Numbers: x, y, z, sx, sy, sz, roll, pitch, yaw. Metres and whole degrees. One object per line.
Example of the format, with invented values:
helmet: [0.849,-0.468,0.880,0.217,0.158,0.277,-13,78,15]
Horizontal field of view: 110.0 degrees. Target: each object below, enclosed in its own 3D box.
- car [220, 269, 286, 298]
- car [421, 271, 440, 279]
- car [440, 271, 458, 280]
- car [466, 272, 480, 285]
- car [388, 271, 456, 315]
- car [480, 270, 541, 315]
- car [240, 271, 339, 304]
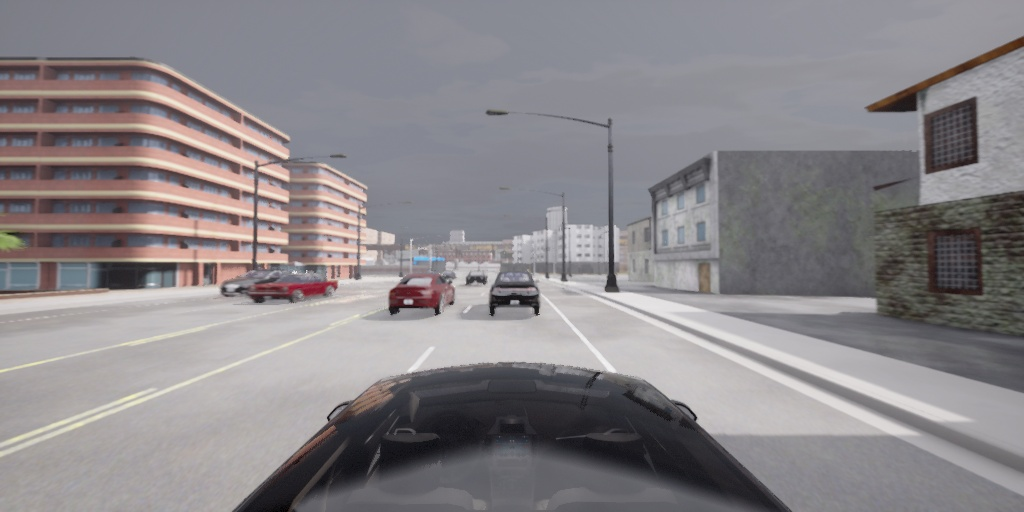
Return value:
car: [-14.101,1.511,20.445,2.128,1.511,4.902,0,-2,0]
car: [-14.024,3.283,62.359,2.033,1.411,5.357,0,-2,1]
car: [-10.528,3.193,59.999,2.033,1.411,5.357,0,-2,1]
car: [-3.403,2.207,35.631,1.895,1.301,4.718,0,-2,0]
car: [-3.404,1.391,14.090,1.812,1.442,4.674,0,-1,0]
car: [0.096,1.361,14.249,2.128,1.511,4.902,0,-1,0]
car: [-10.602,1.549,17.766,1.895,1.301,4.718,0,-1,0]
